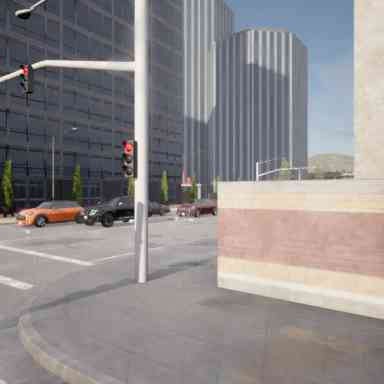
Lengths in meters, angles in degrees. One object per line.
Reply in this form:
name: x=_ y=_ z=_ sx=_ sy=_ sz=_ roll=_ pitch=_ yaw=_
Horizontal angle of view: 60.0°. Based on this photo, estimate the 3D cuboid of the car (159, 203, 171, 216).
car: x=-4.231 y=1.603 z=30.910 sx=2.033 sy=1.411 sz=5.357 roll=0 pitch=0 yaw=36

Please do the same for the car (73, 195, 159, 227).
car: x=-5.203 y=1.277 z=23.562 sx=2.150 sy=2.045 sz=5.566 roll=0 pitch=0 yaw=36

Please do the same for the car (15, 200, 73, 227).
car: x=-9.758 y=1.407 z=23.216 sx=2.097 sy=1.767 sz=4.553 roll=0 pitch=0 yaw=36

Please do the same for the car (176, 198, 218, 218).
car: x=0.528 y=1.407 z=31.530 sx=2.097 sy=1.767 sz=4.553 roll=0 pitch=0 yaw=36

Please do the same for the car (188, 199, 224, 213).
car: x=1.696 y=1.560 z=39.139 sx=1.837 sy=1.490 sz=4.892 roll=0 pitch=0 yaw=36
